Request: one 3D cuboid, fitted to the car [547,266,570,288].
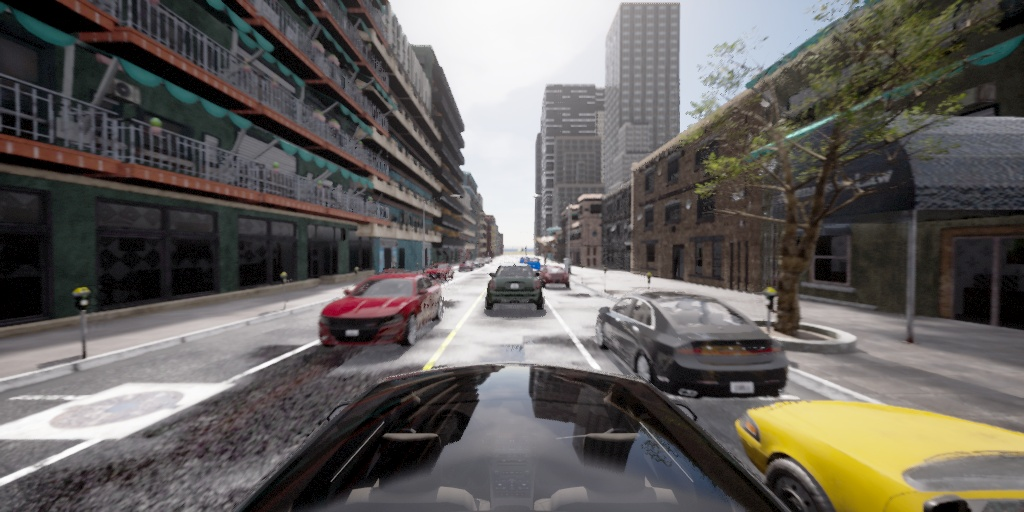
[{"bbox_3d":[2.684,1.290,23.108,1.802,1.307,4.207,0,0,0],"label":"car"}]

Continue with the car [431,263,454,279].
[{"bbox_3d":[-5.698,1.240,28.641,1.888,1.381,4.507,0,0,0],"label":"car"}]

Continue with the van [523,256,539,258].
[{"bbox_3d":[2.679,0.997,45.427,1.690,1.789,3.998,0,0,0],"label":"van"}]

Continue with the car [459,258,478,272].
[{"bbox_3d":[-5.702,1.238,45.382,1.802,1.307,4.207,0,0,0],"label":"car"}]

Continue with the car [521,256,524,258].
[{"bbox_3d":[2.677,1.174,56.588,1.888,1.381,4.507,0,0,0],"label":"car"}]

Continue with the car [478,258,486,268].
[{"bbox_3d":[-5.704,1.180,56.544,2.007,1.370,4.403,0,0,0],"label":"car"}]

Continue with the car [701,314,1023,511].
[{"bbox_3d":[2.680,1.277,0.958,1.751,1.417,4.829,0,0,0],"label":"car"}]

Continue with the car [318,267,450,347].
[{"bbox_3d":[-3.100,1.213,9.451,1.882,1.535,5.008,0,0,0],"label":"car"}]

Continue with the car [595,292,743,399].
[{"bbox_3d":[2.692,1.292,6.367,2.007,1.370,4.403,0,0,0],"label":"car"}]

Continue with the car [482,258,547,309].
[{"bbox_3d":[0.097,1.076,14.816,2.097,1.767,4.553,0,0,0],"label":"car"}]
